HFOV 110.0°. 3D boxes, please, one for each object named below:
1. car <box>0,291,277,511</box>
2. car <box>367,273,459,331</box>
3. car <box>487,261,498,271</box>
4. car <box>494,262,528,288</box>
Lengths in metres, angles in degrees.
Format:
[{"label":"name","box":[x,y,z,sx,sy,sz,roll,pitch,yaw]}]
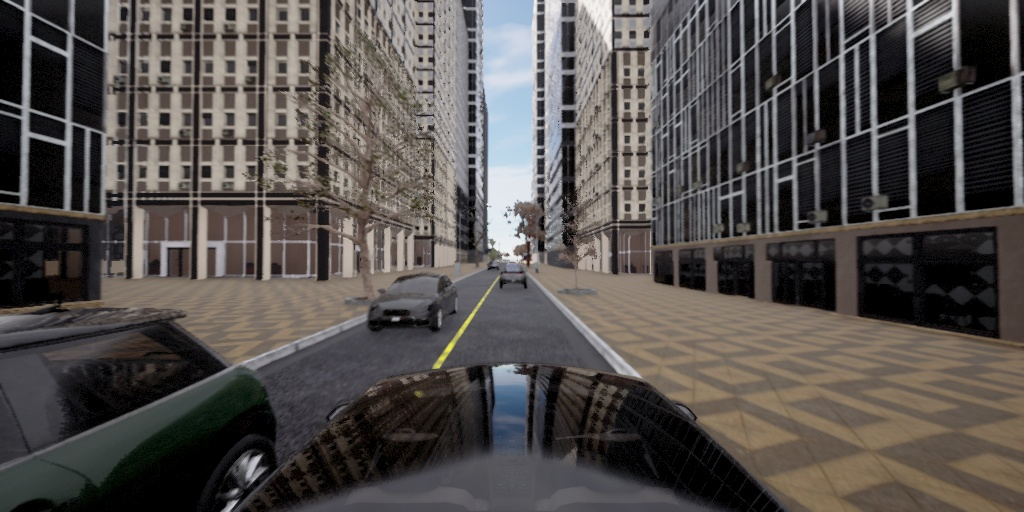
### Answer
[{"label":"car","box":[-2.846,1.098,0.840,2.097,1.767,4.553,0,0,0]},{"label":"car","box":[-2.844,1.302,11.203,1.837,1.490,4.892,0,0,0]},{"label":"car","box":[-2.815,1.520,55.631,1.837,1.490,4.892,0,0,1]},{"label":"car","box":[0.089,1.355,24.720,2.128,1.511,4.902,0,0,0]}]
